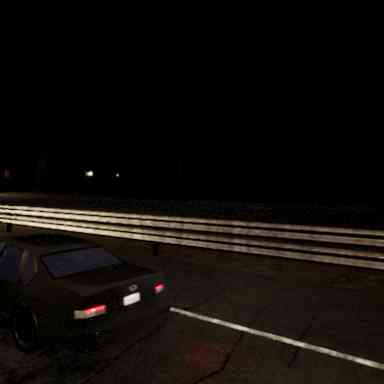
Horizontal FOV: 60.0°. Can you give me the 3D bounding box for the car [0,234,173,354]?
[{"bbox_3d":[-2.871,1.503,6.046,5.357,1.411,2.033,1,0,36],"label":"car"}]
